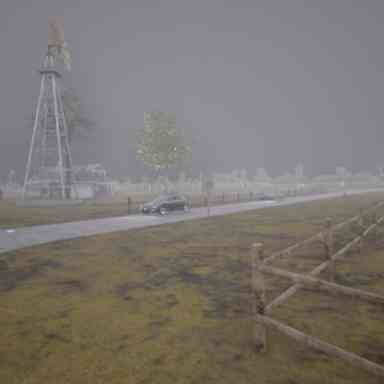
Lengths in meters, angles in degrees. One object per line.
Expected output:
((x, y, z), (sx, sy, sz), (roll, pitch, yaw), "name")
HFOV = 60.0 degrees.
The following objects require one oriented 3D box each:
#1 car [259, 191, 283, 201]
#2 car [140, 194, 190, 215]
((10.563, 0.517, 44.262), (1.994, 1.385, 4.181), (-1, 0, 36), "car")
((-2.056, 0.984, 26.476), (1.837, 1.490, 4.892), (-1, 1, 35), "car")
